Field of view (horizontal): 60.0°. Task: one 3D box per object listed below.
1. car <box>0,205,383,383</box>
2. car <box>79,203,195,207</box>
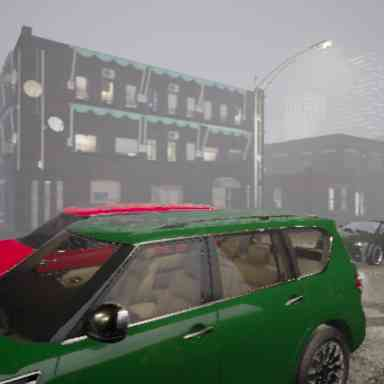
[{"bbox_3d":[-0.473,1.242,3.351,5.566,2.045,2.150,1,-1,-36],"label":"car"},{"bbox_3d":[-1.762,1.252,6.422,5.566,2.045,2.150,1,-1,-35],"label":"car"}]
